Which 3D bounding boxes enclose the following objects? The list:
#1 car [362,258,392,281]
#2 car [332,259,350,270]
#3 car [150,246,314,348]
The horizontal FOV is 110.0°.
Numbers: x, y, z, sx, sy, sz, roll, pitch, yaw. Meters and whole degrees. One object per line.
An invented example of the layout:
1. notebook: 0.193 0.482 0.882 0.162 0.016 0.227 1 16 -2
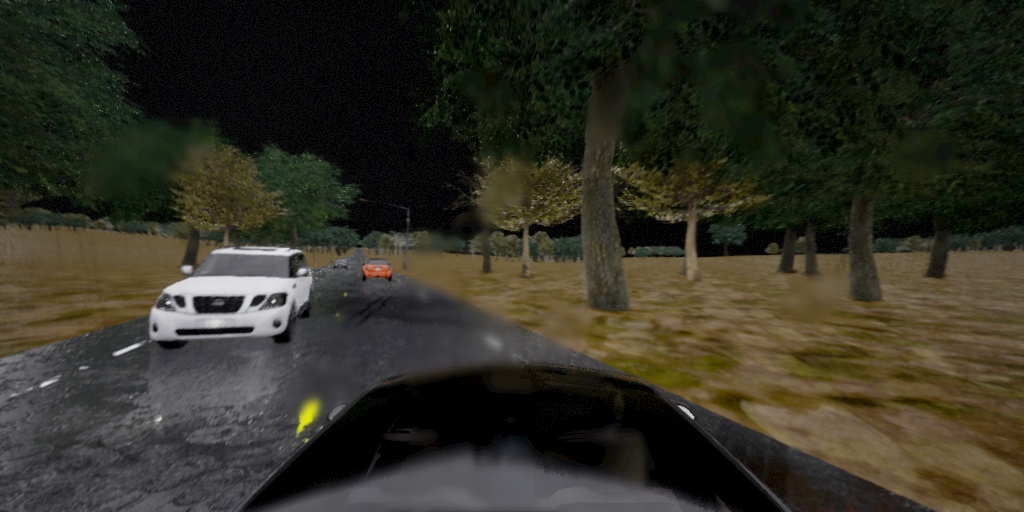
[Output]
1. car: -10.792 0.976 28.622 2.097 1.767 4.553 2 -1 -23
2. car: -23.764 1.127 49.825 1.837 1.490 4.892 2 -1 -23
3. car: -6.425 0.799 9.023 2.150 2.045 5.566 2 1 -23
